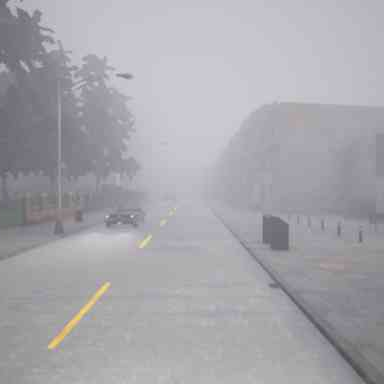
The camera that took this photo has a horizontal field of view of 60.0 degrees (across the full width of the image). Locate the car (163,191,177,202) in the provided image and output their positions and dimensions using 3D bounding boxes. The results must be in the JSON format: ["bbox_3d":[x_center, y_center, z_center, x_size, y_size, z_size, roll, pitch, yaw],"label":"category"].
[{"bbox_3d":[-4.060,0.756,61.946,2.150,2.045,5.566,0,0,1],"label":"car"}]

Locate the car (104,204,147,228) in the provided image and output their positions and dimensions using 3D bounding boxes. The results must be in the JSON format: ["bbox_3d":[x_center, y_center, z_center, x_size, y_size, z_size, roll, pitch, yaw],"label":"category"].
[{"bbox_3d":[-4.096,1.451,21.031,1.895,1.301,4.718,0,0,0],"label":"car"}]
